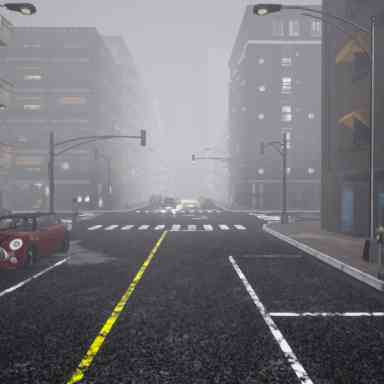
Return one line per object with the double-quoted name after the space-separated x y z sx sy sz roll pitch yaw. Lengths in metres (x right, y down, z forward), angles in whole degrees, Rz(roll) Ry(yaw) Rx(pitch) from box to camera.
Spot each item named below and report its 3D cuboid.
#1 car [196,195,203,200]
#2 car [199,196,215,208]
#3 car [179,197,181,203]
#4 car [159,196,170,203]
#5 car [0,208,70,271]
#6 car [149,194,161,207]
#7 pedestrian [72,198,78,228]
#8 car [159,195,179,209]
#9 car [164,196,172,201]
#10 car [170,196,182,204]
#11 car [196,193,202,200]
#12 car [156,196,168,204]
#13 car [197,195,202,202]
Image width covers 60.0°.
2.053 1.546 91.456 1.802 1.307 4.206 -1 0 0 "car"
2.297 1.568 47.143 1.802 1.307 4.206 -1 0 0 "car"
-3.145 1.583 55.945 1.895 1.301 4.718 0 0 0 "car"
-5.706 1.558 69.310 1.802 1.307 4.206 -1 0 0 "car"
-5.515 1.437 10.720 1.967 1.590 4.097 -1 0 0 "car"
-5.618 1.298 52.698 2.192 1.841 5.009 -1 0 0 "car"
-7.225 1.287 20.480 0.375 1.860 0.375 -1 1 0 "pedestrian"
-3.093 1.491 45.845 1.837 1.490 4.892 0 0 0 "car"
-5.766 1.552 80.383 1.802 1.307 4.206 -1 0 0 "car"
-3.139 1.525 66.596 2.033 1.411 5.357 0 0 1 "car"
2.144 1.518 74.839 1.887 1.381 4.507 -1 0 0 "car"
-5.675 1.504 63.602 1.752 1.417 4.829 -1 0 0 "car"
2.266 1.534 52.682 2.008 1.369 4.403 -1 0 0 "car"
